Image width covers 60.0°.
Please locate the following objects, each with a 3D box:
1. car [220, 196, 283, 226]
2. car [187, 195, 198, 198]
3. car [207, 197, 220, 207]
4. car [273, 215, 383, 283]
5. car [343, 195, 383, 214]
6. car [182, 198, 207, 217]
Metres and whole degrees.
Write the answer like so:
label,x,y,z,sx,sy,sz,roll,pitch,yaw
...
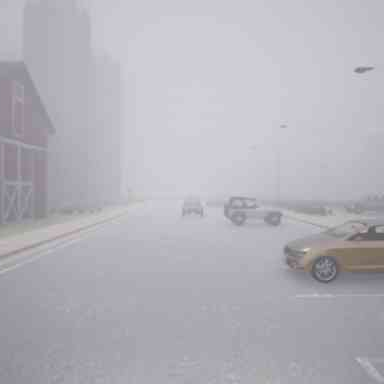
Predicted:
label,x,y,z,sx,sy,sz,roll,pitch,yaw
car,4.054,1.242,22.346,3.866,1.878,1.905,0,0,0
car,0.053,1.218,42.303,2.097,1.767,4.553,0,0,0
car,4.167,1.334,46.552,4.611,1.667,2.242,0,0,0
car,4.559,1.477,8.861,4.193,1.474,1.816,0,0,0
car,17.356,1.206,32.474,4.605,1.855,1.932,0,0,0
car,0.064,1.506,30.170,1.895,1.301,4.718,0,0,0
